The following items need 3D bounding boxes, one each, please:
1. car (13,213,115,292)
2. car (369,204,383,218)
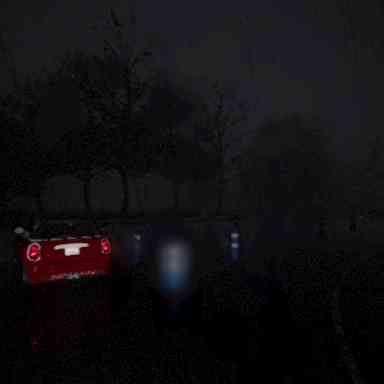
[{"bbox_3d":[-3.789,1.373,9.411,2.097,1.767,4.553,0,0,-30],"label":"car"},{"bbox_3d":[20.477,2.037,34.988,5.008,1.535,1.882,2,-2,-39],"label":"car"}]
